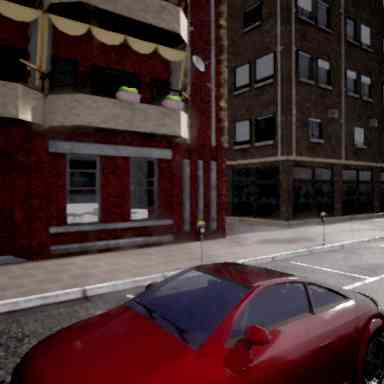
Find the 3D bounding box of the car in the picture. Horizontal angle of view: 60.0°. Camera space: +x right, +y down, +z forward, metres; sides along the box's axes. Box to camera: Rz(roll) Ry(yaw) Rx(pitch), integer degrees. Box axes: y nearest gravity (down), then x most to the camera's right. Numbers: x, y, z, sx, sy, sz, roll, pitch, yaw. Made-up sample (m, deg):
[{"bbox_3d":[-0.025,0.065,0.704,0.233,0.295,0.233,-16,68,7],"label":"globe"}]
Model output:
[{"bbox_3d":[0.356,1.549,3.632,4.181,1.385,1.994,0,0,-35],"label":"car"}]
